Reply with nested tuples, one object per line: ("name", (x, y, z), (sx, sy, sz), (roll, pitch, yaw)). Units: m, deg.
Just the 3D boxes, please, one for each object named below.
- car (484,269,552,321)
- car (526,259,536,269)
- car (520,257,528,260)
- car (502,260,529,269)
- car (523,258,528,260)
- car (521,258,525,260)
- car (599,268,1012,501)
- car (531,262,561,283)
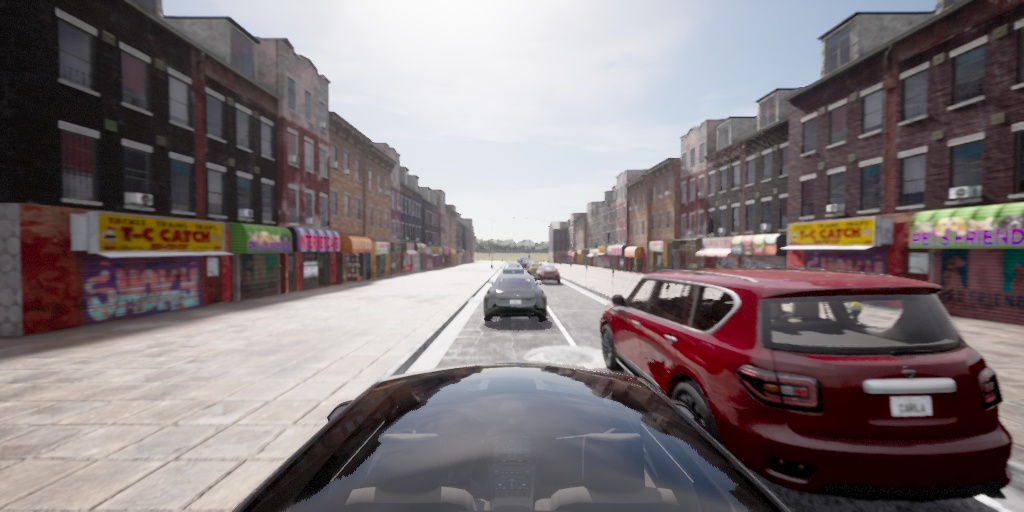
("car", (0.101, 1.314, 12.507), (1.994, 1.385, 4.181), (0, 0, 0))
("car", (2.640, 1.276, 38.100), (1.751, 1.417, 4.829), (0, 0, 0))
("car", (2.643, 1.321, 60.059), (1.948, 1.339, 4.313), (0, 0, 0))
("car", (0.103, 1.297, 30.243), (2.033, 1.411, 5.357), (0, 0, 0))
("car", (2.641, 1.302, 43.462), (2.007, 1.370, 4.403), (0, 0, 0))
("car", (2.642, 1.320, 54.527), (1.948, 1.339, 4.313), (0, 0, 0))
("car", (2.637, 1.065, 4.735), (2.192, 1.841, 5.009), (0, 0, 0))
("car", (2.639, 1.332, 26.865), (1.802, 1.307, 4.207), (0, 0, 0))
